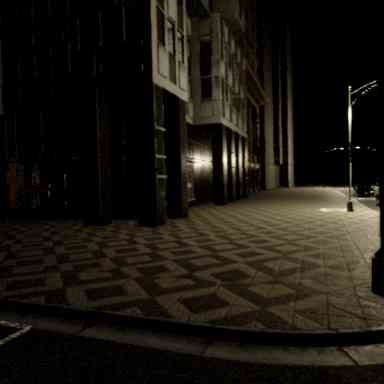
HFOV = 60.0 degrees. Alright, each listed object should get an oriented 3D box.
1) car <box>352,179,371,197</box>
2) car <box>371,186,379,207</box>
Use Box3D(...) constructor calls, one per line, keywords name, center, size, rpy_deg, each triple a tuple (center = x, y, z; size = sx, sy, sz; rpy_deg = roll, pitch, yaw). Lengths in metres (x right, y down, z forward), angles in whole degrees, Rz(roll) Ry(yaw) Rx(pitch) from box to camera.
Box3D(name="car", center=(18.893, -0.246, 36.744), size=(1.837, 1.490, 4.892), rpy_deg=(-1, 4, 20))
Box3D(name="car", center=(13.545, 0.442, 22.072), size=(1.994, 1.385, 4.181), rpy_deg=(-1, 2, 19))
